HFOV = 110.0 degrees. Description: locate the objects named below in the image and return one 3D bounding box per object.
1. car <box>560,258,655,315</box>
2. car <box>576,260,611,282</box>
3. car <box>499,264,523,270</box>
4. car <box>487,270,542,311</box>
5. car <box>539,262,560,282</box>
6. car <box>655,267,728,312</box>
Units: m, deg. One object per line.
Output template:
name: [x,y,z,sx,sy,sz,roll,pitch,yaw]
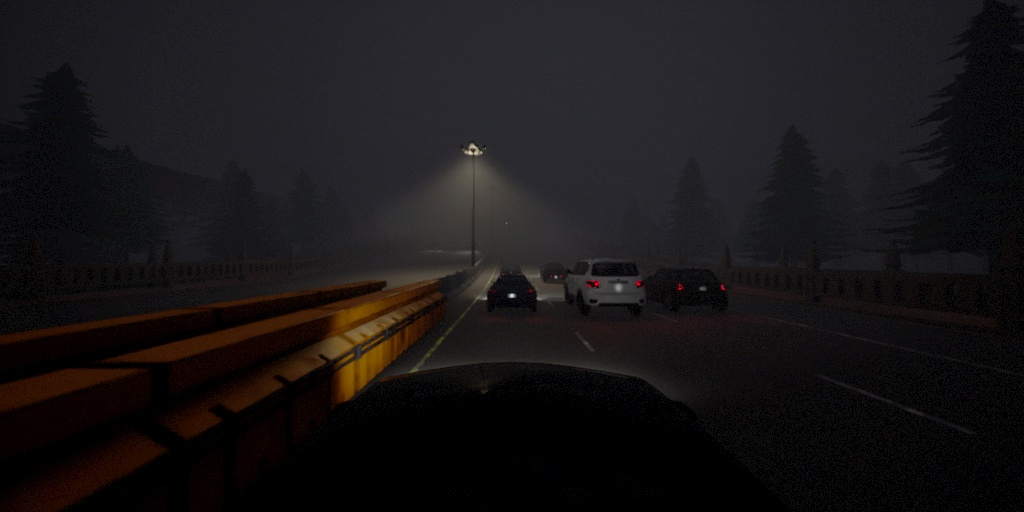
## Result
car: [3.501,1.111,14.451,2.150,2.045,5.566,0,0,0]
car: [6.927,1.225,31.030,1.882,1.535,5.008,0,3,0]
car: [-0.079,1.354,29.287,2.033,1.411,5.357,0,2,0]
car: [0.006,1.459,15.233,1.994,1.385,4.181,0,-1,0]
car: [3.424,1.283,30.248,1.837,1.490,4.892,0,3,0]
car: [7.006,1.246,15.274,2.097,1.767,4.553,0,-1,0]
